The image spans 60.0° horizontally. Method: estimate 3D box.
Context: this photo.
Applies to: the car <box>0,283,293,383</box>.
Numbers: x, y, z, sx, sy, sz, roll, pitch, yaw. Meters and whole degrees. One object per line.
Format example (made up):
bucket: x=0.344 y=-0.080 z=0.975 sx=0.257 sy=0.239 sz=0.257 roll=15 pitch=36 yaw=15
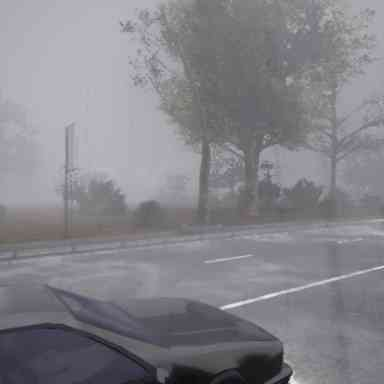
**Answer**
car: x=-1.582 y=1.545 z=2.601 sx=5.357 sy=1.411 sz=2.033 roll=0 pitch=0 yaw=-35
